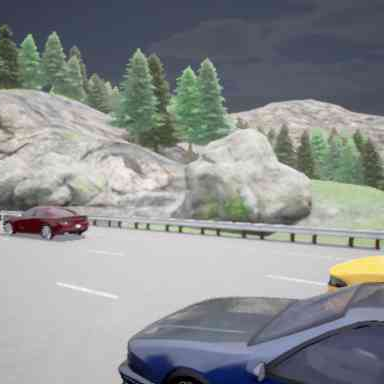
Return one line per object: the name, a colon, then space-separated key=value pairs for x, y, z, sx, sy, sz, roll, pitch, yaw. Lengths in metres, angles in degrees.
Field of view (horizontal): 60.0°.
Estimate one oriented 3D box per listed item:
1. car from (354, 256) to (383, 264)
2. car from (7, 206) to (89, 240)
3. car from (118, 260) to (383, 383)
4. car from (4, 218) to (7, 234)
car: x=4.657 y=1.461 z=4.871 sx=5.008 sy=1.535 sz=1.882 roll=0 pitch=0 yaw=36
car: x=-7.484 y=1.463 z=16.932 sx=5.008 sy=1.535 sz=1.882 roll=0 pitch=0 yaw=31
car: x=1.862 y=1.539 z=2.637 sx=5.357 sy=1.411 sz=2.033 roll=0 pitch=0 yaw=35
car: x=-10.657 y=1.346 z=14.716 sx=4.553 sy=1.767 sz=2.097 roll=0 pitch=0 yaw=30
